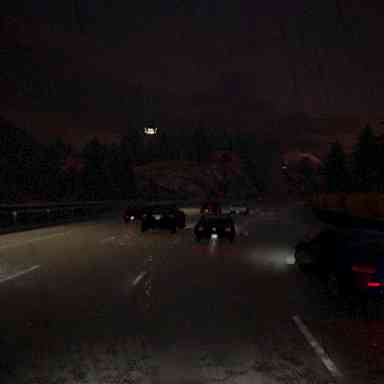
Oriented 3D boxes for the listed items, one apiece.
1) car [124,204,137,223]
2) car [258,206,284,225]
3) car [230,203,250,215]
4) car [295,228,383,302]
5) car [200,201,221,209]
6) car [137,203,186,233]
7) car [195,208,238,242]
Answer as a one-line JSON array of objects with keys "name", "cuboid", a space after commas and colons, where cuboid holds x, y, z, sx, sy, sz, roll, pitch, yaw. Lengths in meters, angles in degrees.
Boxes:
[{"name": "car", "cuboid": [-4.126, 1.750, 27.818, 1.837, 1.490, 4.892, 0, -1, 10]}, {"name": "car", "cuboid": [6.278, 1.805, 26.574, 2.033, 1.411, 5.357, 0, -1, 11]}, {"name": "car", "cuboid": [5.672, 1.971, 39.046, 1.895, 1.301, 4.718, 0, -1, 15]}, {"name": "car", "cuboid": [3.961, 1.612, 8.289, 1.812, 1.442, 4.674, 0, -1, 3]}, {"name": "car", "cuboid": [2.310, 1.874, 39.912, 1.837, 1.490, 4.892, 0, -1, 15]}, {"name": "car", "cuboid": [-1.674, 1.542, 21.157, 2.097, 1.767, 4.553, 0, -1, 8]}, {"name": "car", "cuboid": [1.309, 1.765, 17.527, 1.895, 1.301, 4.718, 0, -1, 7]}]
